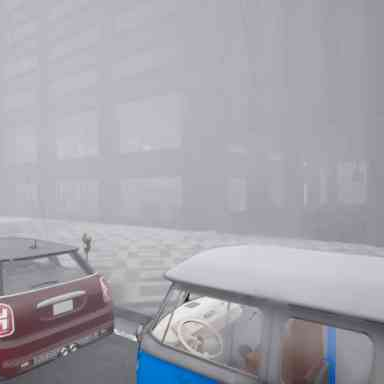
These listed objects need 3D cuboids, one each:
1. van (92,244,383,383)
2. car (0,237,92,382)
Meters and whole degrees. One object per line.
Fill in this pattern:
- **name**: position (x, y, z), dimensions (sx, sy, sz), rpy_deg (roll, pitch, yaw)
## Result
- **van**: position (1.404, 1.341, 1.961), dimensions (3.998, 1.788, 1.690), rpy_deg (0, 0, 35)
- **car**: position (-3.163, 1.440, 5.217), dimensions (4.097, 1.590, 1.967), rpy_deg (0, 0, 35)
